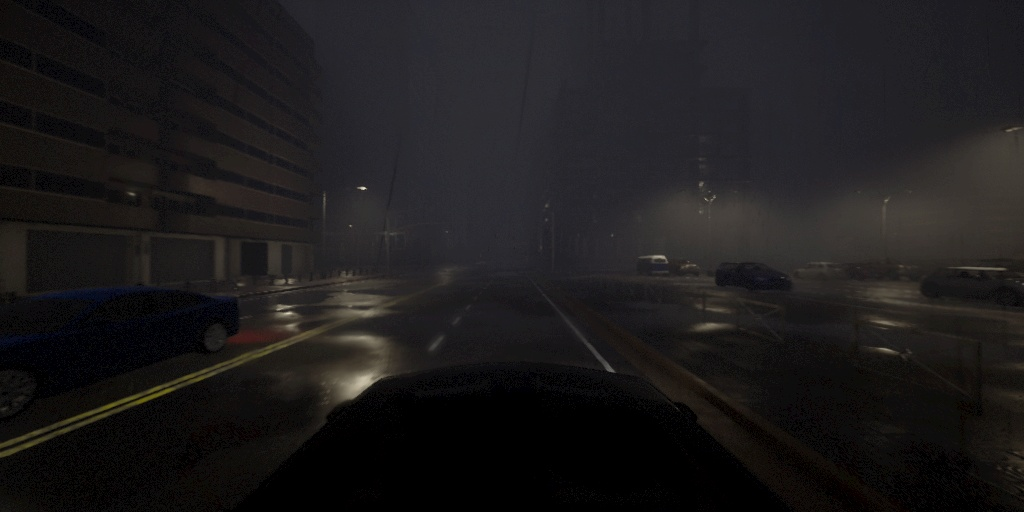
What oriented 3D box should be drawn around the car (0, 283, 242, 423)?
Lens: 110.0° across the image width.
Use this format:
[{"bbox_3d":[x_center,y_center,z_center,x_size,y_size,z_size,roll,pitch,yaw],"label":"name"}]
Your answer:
[{"bbox_3d":[-7.001,1.291,5.922,1.882,1.535,5.008,0,1,0],"label":"car"}]
